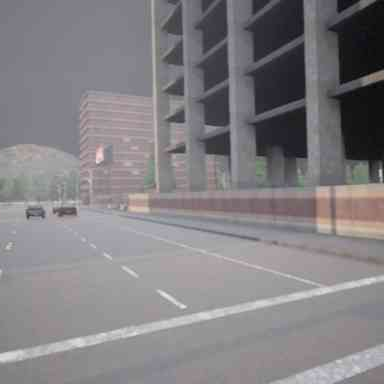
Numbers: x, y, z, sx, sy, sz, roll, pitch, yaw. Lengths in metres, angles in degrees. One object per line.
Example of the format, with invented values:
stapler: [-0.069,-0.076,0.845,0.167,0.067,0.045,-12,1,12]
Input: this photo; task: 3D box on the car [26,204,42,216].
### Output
car: [-22.564,2.489,47.438,1.837,1.490,4.892,-1,-1,-27]

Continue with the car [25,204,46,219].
car: [-18.009,2.282,38.449,2.128,1.511,4.902,-1,-1,-26]

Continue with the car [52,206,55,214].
car: [-19.434,2.445,49.004,1.812,1.442,4.674,-1,-1,-27]

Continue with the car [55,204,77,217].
car: [-15.286,2.220,40.729,1.882,1.535,5.008,-1,-1,-26]
